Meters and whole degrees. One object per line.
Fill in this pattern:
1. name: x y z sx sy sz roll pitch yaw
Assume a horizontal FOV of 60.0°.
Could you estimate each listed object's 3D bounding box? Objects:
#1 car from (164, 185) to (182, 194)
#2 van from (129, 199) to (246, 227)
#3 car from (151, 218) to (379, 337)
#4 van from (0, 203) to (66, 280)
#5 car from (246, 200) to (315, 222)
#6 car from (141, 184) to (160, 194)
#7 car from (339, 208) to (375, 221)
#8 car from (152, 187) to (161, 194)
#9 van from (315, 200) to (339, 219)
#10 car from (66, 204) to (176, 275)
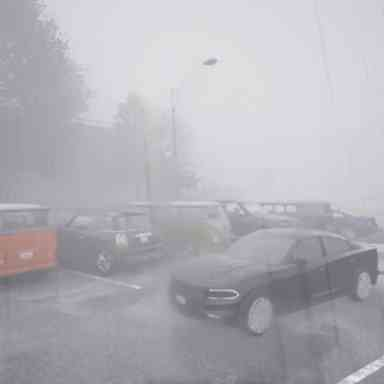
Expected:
1. car: -3.251 -0.339 61.118 2.163 1.488 4.792 1 6 17
2. van: -0.503 1.321 12.439 4.442 1.987 1.878 -1 -1 36
3. car: 1.876 1.516 6.888 5.008 1.535 1.882 1 0 -35
4. van: -5.691 1.281 9.235 4.442 1.987 1.878 -1 -1 36
5. car: 1.922 1.317 14.155 5.566 2.045 2.435 -1 -1 36
6. car: -8.027 -0.603 64.613 2.002 1.452 4.674 1 6 16
7. car: 6.888 1.611 17.487 5.008 1.535 2.097 -1 -1 36
8. car: -5.620 -0.509 62.895 2.231 1.521 4.892 1 6 16
9. van: 4.295 1.366 15.898 4.442 1.987 1.878 -1 -1 36
10. car: -3.074 1.401 10.817 4.553 1.767 2.185 -1 -1 36
